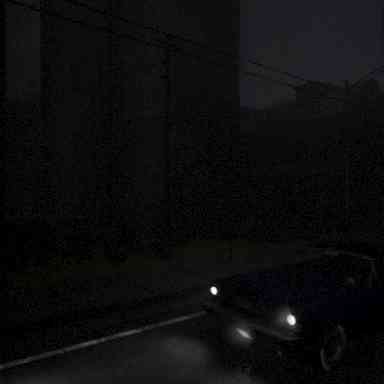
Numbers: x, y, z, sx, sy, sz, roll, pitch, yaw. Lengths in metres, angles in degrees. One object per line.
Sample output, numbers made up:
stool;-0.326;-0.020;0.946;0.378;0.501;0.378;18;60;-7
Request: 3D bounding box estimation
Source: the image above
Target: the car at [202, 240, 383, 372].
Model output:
car;2.499;1.601;5.780;4.718;1.301;1.895;0;0;-36
